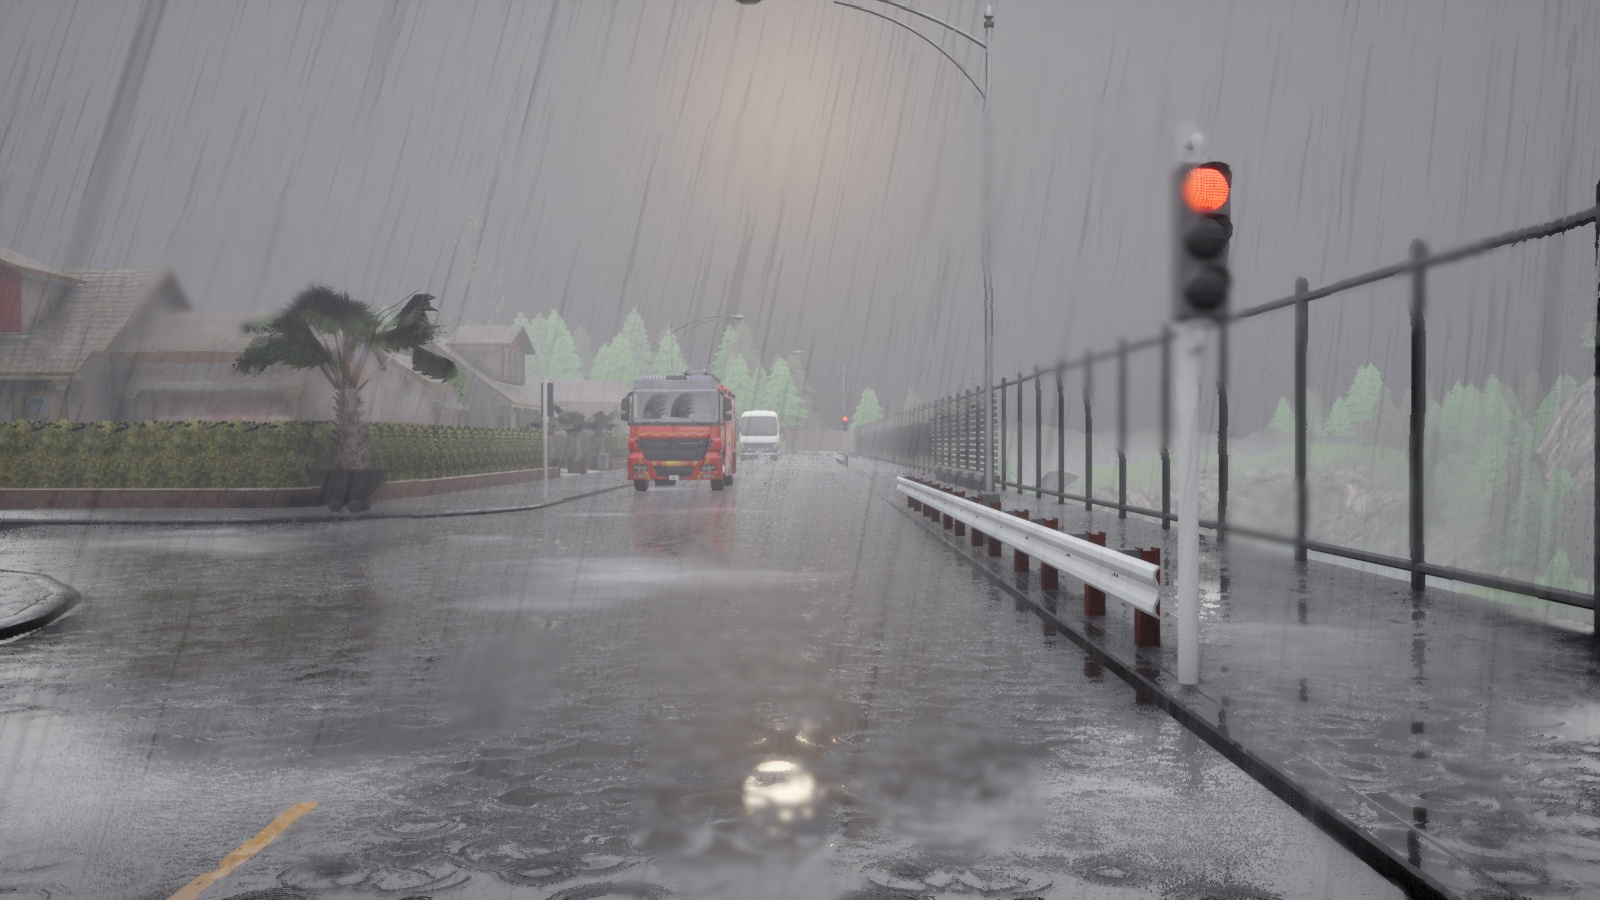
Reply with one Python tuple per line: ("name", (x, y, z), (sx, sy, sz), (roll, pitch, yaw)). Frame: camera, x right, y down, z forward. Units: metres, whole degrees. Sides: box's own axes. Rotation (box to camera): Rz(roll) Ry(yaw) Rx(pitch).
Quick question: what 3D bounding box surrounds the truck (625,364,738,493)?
("truck", (-3.747, -0.656, 41.568), (2.891, 3.827, 8.468), (0, 0, 0))
